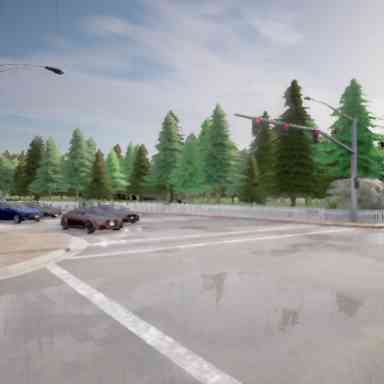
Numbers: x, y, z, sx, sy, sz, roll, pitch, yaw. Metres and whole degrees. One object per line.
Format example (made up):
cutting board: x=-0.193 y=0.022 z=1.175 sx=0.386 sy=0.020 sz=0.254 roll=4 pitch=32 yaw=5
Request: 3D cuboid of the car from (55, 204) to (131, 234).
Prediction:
car: x=-5.836 y=1.555 z=19.319 sx=4.181 sy=1.385 sz=1.994 roll=0 pitch=0 yaw=40

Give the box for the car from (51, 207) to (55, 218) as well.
car: x=-13.563 y=1.531 z=28.519 sx=5.357 sy=1.411 sz=2.033 roll=0 pitch=0 yaw=24

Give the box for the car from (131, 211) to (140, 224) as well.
car: x=-5.715 y=1.574 z=23.821 sx=4.181 sy=1.385 sz=1.994 roll=0 pitch=0 yaw=35

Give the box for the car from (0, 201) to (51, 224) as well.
car: x=-13.124 y=1.447 z=24.371 sx=5.008 sy=1.535 sz=1.882 roll=0 pitch=0 yaw=25
